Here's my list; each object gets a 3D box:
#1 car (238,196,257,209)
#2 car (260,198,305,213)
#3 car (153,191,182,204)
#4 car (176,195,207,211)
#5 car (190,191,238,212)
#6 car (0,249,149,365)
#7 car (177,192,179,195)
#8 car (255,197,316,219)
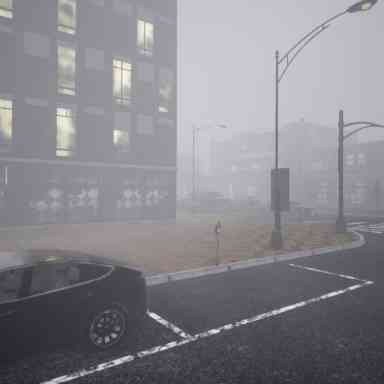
[{"bbox_3d":[5.976,1.129,38.704,1.967,1.590,4.097,1,0,-36],"label":"car"},{"bbox_3d":[9.263,1.340,34.237,1.802,1.307,4.206,1,0,-36],"label":"car"},{"bbox_3d":[-3.886,0.793,52.100,2.192,1.841,5.009,1,0,-36],"label":"car"},{"bbox_3d":[-0.775,1.230,33.734,1.802,1.307,4.206,1,0,-36],"label":"car"},{"bbox_3d":[1.767,0.889,34.642,2.150,2.045,5.566,0,1,-36],"label":"car"},{"bbox_3d":[-2.690,1.566,4.635,4.313,1.339,1.947,0,0,-36],"label":"car"},{"bbox_3d":[-0.603,1.100,47.635,2.008,1.369,4.403,1,0,-36],"label":"car"},{"bbox_3d":[7.610,1.318,26.705,1.812,1.442,4.674,0,1,-36],"label":"car"}]
